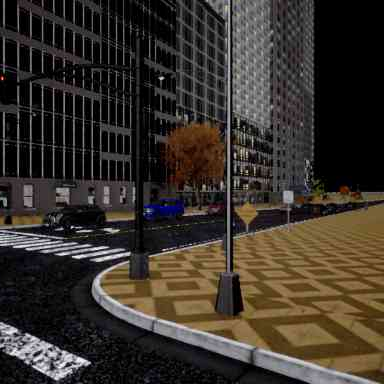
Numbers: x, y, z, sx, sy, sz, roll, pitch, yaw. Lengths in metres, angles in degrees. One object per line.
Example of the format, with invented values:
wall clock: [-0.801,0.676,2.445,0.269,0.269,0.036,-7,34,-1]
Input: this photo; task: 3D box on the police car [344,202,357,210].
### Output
police car: [31.505,2.738,65.842,1.930,1.638,5.238,0,-1,33]

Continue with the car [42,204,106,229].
car: [-8.455,1.648,24.110,2.097,1.767,4.553,0,-1,33]

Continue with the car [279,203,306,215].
car: [13.820,2.402,46.406,2.033,1.411,5.357,0,-1,33]

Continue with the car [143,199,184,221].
car: [-2.923,1.700,32.695,2.150,2.045,5.566,0,-1,33]

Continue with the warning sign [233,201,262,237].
warning sign: [3.102,1.454,18.567,1.300,1.860,1.060,1,1,33]

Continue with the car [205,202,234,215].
car: [3.598,2.046,42.792,2.097,1.767,4.553,0,-1,34]

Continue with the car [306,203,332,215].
car: [17.691,2.398,46.317,1.837,1.490,4.892,0,-1,33]

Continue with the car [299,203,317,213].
car: [19.135,2.533,54.745,1.837,1.490,4.892,0,-1,33]

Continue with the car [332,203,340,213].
car: [23.089,2.574,54.707,1.837,1.490,4.892,0,-1,33]
